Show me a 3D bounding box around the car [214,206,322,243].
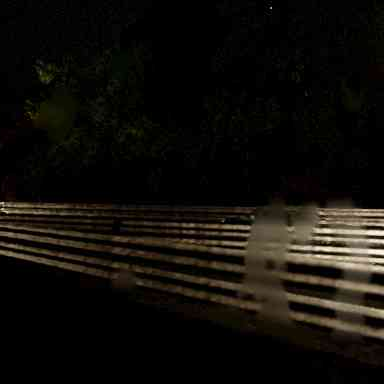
[{"bbox_3d":[3.289,1.394,14.638,4.553,1.767,2.097,0,0,22],"label":"car"}]
